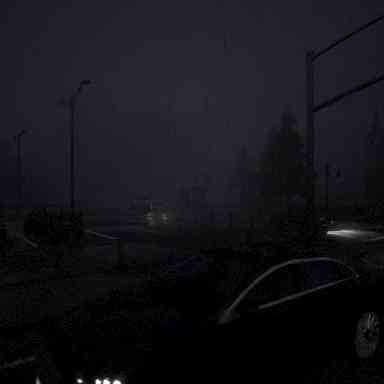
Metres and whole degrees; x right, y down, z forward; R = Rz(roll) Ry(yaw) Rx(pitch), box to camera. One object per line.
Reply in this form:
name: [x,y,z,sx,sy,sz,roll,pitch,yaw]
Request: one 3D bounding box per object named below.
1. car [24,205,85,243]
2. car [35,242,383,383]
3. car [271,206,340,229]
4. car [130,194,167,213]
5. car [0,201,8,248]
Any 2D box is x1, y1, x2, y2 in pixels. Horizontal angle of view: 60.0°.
car: [-6.392,1.340,15.297,2.007,1.523,4.514,0,0,-36]
car: [0.666,1.491,4.345,4.902,1.511,2.128,0,0,-35]
car: [6.969,1.564,20.797,1.994,1.385,4.181,0,0,-34]
car: [-4.990,1.220,37.129,2.150,2.045,5.566,0,0,-36]
car: [-8.901,1.331,13.414,2.152,1.636,5.027,0,0,-36]
